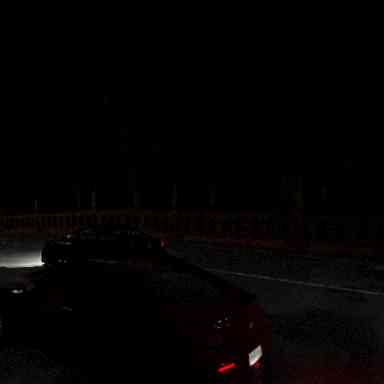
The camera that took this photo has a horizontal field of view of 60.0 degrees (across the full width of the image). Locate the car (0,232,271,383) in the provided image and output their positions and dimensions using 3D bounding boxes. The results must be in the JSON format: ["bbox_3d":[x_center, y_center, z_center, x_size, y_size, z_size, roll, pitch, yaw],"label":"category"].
[{"bbox_3d":[-1.205,1.581,4.852,4.674,1.442,1.812,-1,-1,36],"label":"car"}]

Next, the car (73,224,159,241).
[{"bbox_3d":[-2.801,1.686,10.291,4.181,1.385,1.994,-1,-1,36],"label":"car"}]
